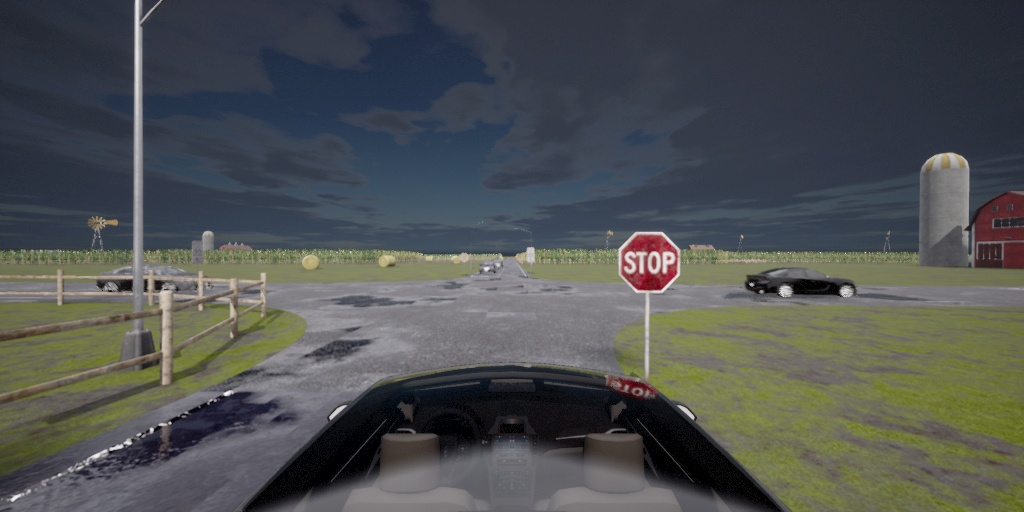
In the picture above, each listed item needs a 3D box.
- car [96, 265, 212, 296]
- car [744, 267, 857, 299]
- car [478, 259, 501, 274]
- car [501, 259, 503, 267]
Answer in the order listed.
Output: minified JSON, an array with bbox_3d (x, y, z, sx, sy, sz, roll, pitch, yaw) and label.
[{"bbox_3d":[-18.400,1.219,18.577,4.902,1.511,2.128,0,0,0],"label":"car"},{"bbox_3d":[14.735,1.328,18.405,5.008,1.535,1.882,0,0,-1],"label":"car"},{"bbox_3d":[-2.787,1.301,41.765,2.128,1.511,4.902,0,0,0],"label":"car"},{"bbox_3d":[-2.776,1.438,55.746,1.895,1.301,4.718,0,0,0],"label":"car"}]
